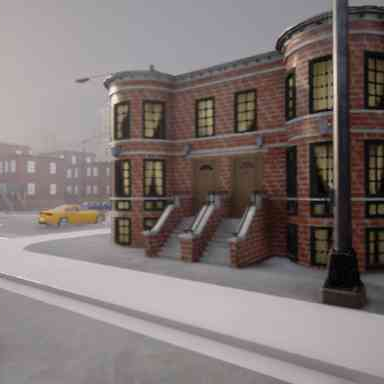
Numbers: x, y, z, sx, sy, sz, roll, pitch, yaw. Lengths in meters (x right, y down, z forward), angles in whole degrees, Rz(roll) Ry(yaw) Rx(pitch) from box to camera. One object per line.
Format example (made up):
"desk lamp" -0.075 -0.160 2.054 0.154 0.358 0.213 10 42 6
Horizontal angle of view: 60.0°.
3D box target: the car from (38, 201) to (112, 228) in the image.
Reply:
"car" -8.671 1.691 24.460 1.882 1.535 5.008 -1 -1 37

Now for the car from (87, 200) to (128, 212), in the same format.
"car" -11.308 1.913 45.042 2.033 1.411 5.357 -1 0 36

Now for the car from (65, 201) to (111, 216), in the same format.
"car" -11.850 1.801 38.259 1.882 1.535 5.008 -1 0 35
